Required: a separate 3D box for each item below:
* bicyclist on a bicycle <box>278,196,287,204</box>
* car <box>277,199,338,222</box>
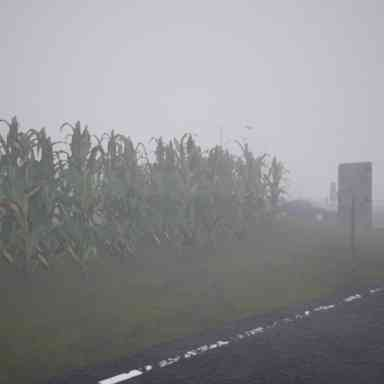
[{"bbox_3d":[9.281,1.262,34.052,1.656,1.620,0.582,0,1,-36],"label":"bicyclist on a bicycle"},{"bbox_3d":[8.613,1.296,24.768,1.882,1.535,5.008,1,0,-36],"label":"car"}]
